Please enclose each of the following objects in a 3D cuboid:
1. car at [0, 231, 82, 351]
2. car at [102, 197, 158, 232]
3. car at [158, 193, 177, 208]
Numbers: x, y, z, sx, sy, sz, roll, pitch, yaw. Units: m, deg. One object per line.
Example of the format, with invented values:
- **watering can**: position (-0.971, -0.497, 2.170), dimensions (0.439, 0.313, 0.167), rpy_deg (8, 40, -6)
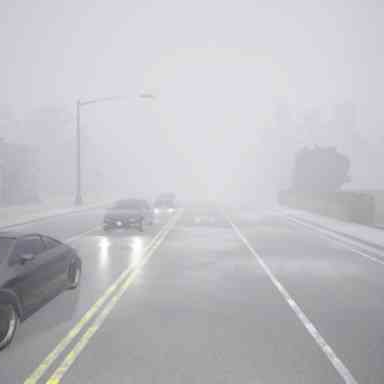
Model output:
- **car**: position (-3.479, 1.416, 5.746), dimensions (1.994, 1.385, 4.181), rpy_deg (0, 1, 2)
- **car**: position (-3.115, 1.101, 17.000), dimensions (1.837, 1.490, 4.892), rpy_deg (0, 1, 2)
- **car**: position (-2.521, 0.780, 32.967), dimensions (2.033, 1.411, 5.357), rpy_deg (0, 1, 2)
